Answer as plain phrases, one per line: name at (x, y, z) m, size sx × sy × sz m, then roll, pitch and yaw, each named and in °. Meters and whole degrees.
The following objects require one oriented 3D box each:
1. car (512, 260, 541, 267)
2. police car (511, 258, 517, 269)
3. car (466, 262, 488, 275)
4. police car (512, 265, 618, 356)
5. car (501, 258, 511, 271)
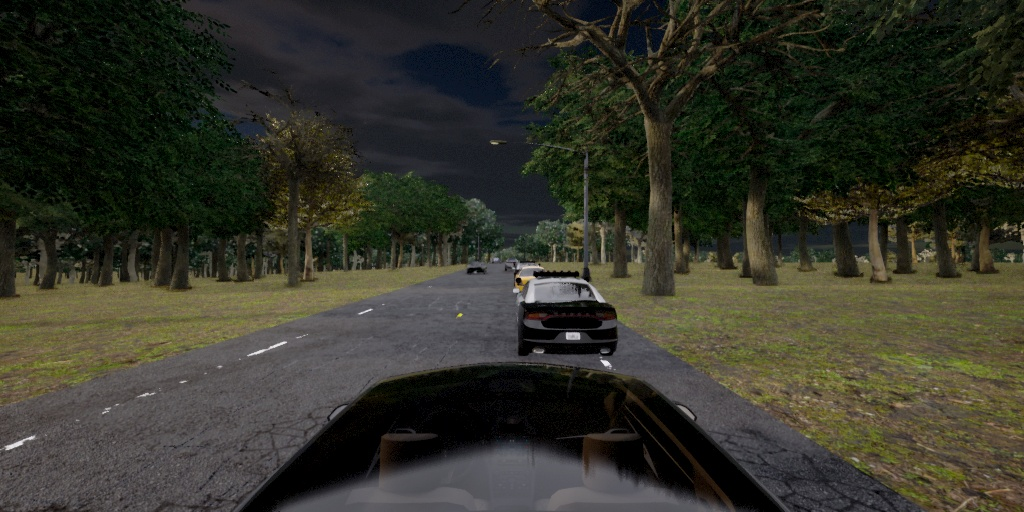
car at (1.057, 1.192, 18.850) m, size 1.801 × 1.575 × 5.366 m, roll 0°, pitch 0°, yaw 0°
police car at (1.060, 1.148, 24.770) m, size 1.930 × 1.638 × 5.238 m, roll 0°, pitch 0°, yaw 0°
car at (-3.585, 1.281, 37.176) m, size 1.895 × 1.301 × 4.718 m, roll 0°, pitch 0°, yaw 0°
police car at (1.054, 1.174, 8.767) m, size 1.930 × 1.638 × 5.238 m, roll 0°, pitch 0°, yaw 0°
car at (0.037, 1.130, 45.977) m, size 2.128 × 1.511 × 4.902 m, roll 0°, pitch 0°, yaw 1°
